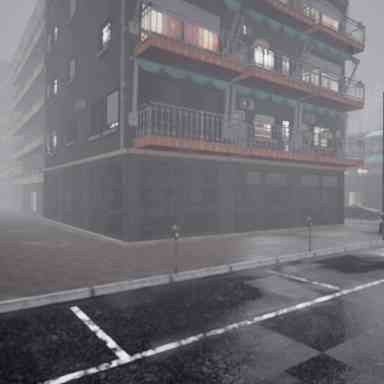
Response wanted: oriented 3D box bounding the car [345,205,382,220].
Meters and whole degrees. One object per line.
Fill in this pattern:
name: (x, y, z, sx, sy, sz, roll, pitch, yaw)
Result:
car: (16.380, 1.944, 32.826, 1.994, 1.385, 4.181, 1, -1, -35)
